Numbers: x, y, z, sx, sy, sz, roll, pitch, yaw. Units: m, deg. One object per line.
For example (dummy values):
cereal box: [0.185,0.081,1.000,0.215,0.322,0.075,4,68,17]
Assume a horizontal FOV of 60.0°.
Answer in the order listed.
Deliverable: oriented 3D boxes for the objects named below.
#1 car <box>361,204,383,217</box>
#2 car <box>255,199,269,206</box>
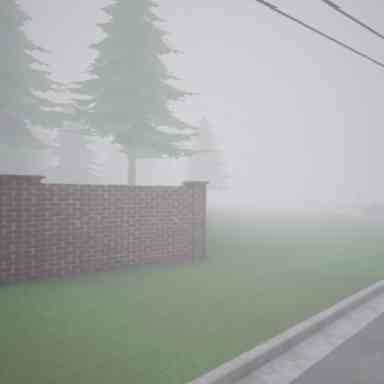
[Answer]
car: [21.063,2.043,37.411,2.033,1.411,5.357,0,-1,2]
car: [15.428,2.338,72.967,1.812,1.442,4.674,0,-1,-10]
